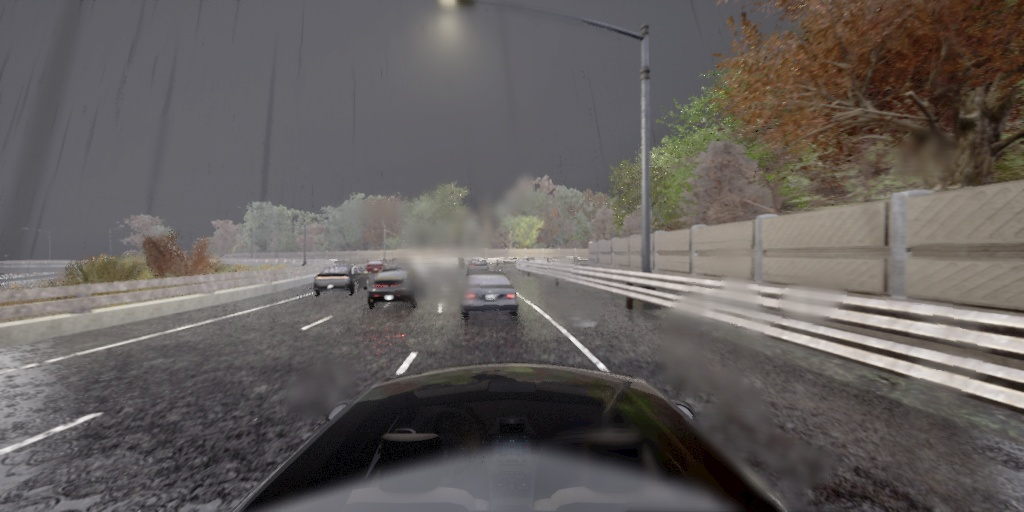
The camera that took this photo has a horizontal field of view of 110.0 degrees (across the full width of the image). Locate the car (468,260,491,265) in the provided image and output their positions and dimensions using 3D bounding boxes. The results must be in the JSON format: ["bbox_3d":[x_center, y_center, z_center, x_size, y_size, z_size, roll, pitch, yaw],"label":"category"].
[{"bbox_3d":[-3.017,1.116,33.065,2.128,1.511,4.902,-1,0,-5],"label":"car"}]

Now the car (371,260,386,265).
[{"bbox_3d":[-14.495,1.169,38.134,1.882,1.535,5.008,0,0,-21],"label":"car"}]

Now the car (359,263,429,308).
[{"bbox_3d":[-4.729,1.228,15.234,1.837,1.490,4.892,0,0,-8],"label":"car"}]

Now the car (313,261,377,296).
[{"bbox_3d":[-8.956,1.229,19.189,2.128,1.511,4.902,0,0,-10],"label":"car"}]

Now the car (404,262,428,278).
[{"bbox_3d":[-9.023,1.271,33.391,1.895,1.301,4.718,-1,0,-18],"label":"car"}]

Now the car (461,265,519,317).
[{"bbox_3d":[-0.874,1.250,13.071,2.033,1.411,5.357,0,0,-6],"label":"car"}]
